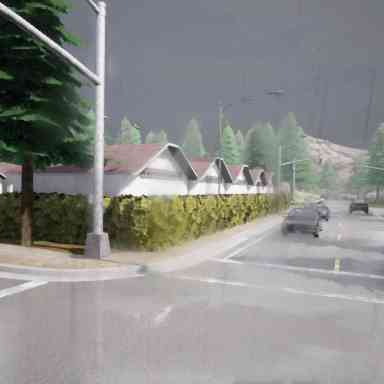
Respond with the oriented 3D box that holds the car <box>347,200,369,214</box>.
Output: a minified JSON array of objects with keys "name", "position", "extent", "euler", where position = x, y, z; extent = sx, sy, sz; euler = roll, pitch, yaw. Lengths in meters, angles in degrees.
[{"name":"car","position":[19.148,1.658,38.308],"extent":[1.837,1.490,4.892],"euler":[1,0,23]}]

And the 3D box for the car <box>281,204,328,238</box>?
[{"name":"car","position":[6.376,1.620,18.925],"extent":[2.033,1.411,5.357],"euler":[1,0,24]}]

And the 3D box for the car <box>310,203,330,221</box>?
[{"name":"car","position":[10.485,1.644,27.951],"extent":[1.994,1.385,4.181],"euler":[1,0,25]}]
